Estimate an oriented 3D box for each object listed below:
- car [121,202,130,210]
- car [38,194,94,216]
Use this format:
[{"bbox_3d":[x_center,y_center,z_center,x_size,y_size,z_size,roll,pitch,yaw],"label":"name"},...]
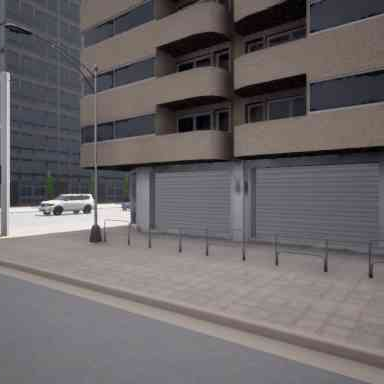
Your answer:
[{"bbox_3d":[-6.630,1.525,41.240,1.812,1.442,4.674,0,0,36],"label":"car"},{"bbox_3d":[-12.398,1.221,33.377,2.150,2.045,5.566,0,0,36],"label":"car"}]
